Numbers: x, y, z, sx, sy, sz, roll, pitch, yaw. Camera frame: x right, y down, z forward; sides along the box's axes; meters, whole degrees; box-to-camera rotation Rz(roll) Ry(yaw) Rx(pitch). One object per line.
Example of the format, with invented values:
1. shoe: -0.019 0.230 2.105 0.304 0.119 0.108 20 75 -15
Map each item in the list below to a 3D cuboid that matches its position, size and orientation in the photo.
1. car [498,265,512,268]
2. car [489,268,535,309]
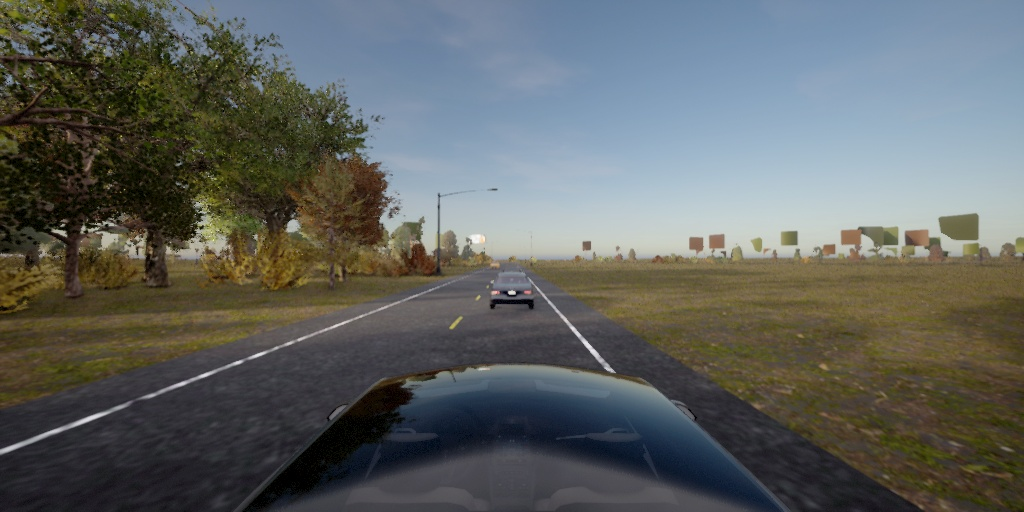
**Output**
1. car: -0.007 1.638 30.953 1.895 1.301 4.718 0 -1 0
2. car: -0.004 1.436 15.839 2.033 1.411 5.357 0 -1 0
